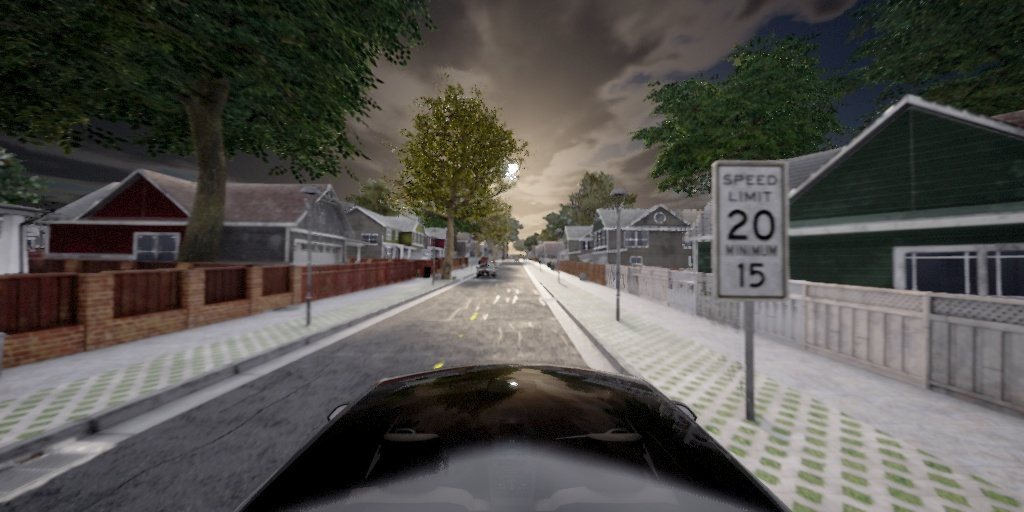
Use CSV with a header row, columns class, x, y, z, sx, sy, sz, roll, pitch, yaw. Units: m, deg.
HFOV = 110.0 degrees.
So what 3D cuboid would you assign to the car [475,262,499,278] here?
class,x,y,z,sx,sy,sz,roll,pitch,yaw
car,-2.328,1.360,34.386,1.837,1.490,4.892,1,0,1
